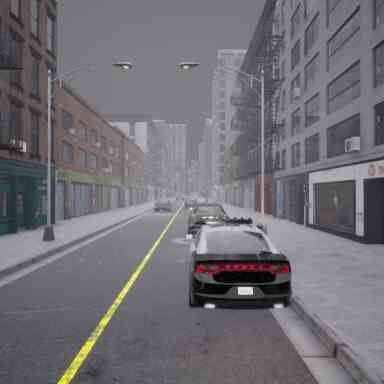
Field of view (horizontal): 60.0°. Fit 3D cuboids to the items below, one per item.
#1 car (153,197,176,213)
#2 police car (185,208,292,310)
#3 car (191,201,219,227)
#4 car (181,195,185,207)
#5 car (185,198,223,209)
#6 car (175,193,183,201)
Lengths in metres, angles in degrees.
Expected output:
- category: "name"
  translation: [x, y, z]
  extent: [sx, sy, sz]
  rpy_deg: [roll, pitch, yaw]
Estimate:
- category: "car"
  translation: [-3.222, 1.592, 37.667]
  extent: [2.033, 1.411, 5.357]
  rpy_deg: [0, 0, 0]
- category: "police car"
  translation: [0.876, 1.429, 8.081]
  extent: [1.930, 1.638, 5.238]
  rpy_deg: [0, 0, 0]
- category: "car"
  translation: [0.824, 1.476, 24.162]
  extent: [1.801, 1.575, 5.366]
  rpy_deg: [0, 0, 0]
- category: "car"
  translation: [-0.112, 1.557, 46.874]
  extent: [2.128, 1.511, 4.902]
  rpy_deg: [0, 0, 0]
- category: "car"
  translation: [0.843, 1.363, 17.942]
  extent: [2.097, 1.767, 4.553]
  rpy_deg: [0, 0, 0]
- category: "car"
  translation: [-3.289, 1.417, 90.061]
  extent: [2.150, 2.045, 5.566]
  rpy_deg: [0, 0, 0]
